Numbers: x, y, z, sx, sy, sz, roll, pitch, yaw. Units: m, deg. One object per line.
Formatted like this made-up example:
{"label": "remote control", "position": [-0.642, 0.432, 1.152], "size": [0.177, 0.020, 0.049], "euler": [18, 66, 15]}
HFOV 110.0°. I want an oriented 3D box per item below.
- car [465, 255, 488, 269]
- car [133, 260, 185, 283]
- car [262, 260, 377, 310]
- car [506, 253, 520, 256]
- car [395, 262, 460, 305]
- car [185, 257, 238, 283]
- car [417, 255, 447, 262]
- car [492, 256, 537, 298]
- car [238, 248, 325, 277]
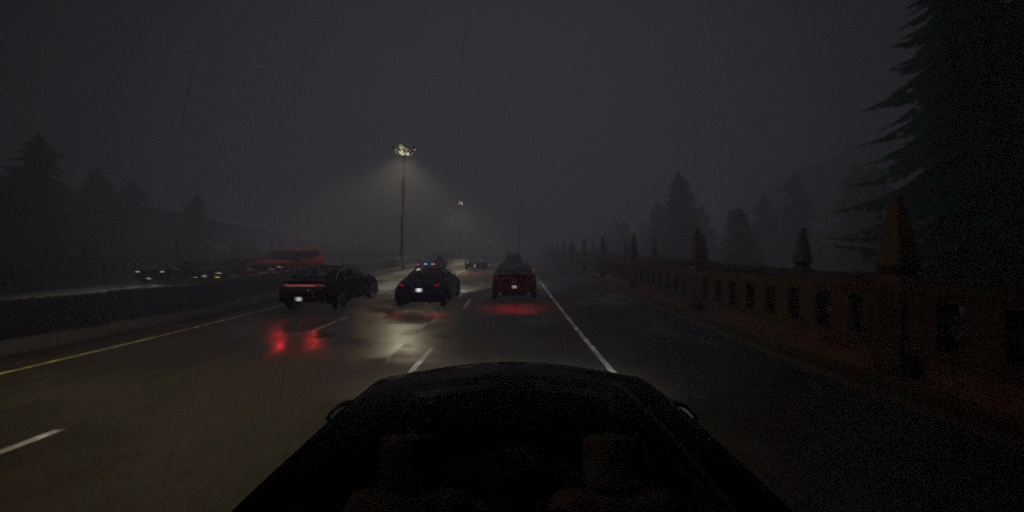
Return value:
{"label": "car", "position": [-3.397, 0.537, 34.961], "size": [1.895, 1.301, 4.718], "euler": [0, 2, 0]}
{"label": "car", "position": [-21.097, 0.925, 23.024], "size": [1.895, 1.301, 4.718], "euler": [0, 2, 0]}
{"label": "car", "position": [-6.899, 1.106, 14.015], "size": [2.128, 1.511, 4.902], "euler": [0, 2, 0]}
{"label": "car", "position": [0.103, 0.376, 36.967], "size": [1.837, 1.490, 4.892], "euler": [0, 2, 0]}
{"label": "car", "position": [-3.399, 1.145, 15.090], "size": [1.994, 1.385, 4.181], "euler": [0, 2, 0]}
{"label": "car", "position": [-17.597, 0.832, 22.925], "size": [1.837, 1.490, 4.892], "euler": [0, 2, 0]}
{"label": "car", "position": [-6.898, 0.609, 31.107], "size": [2.033, 1.411, 5.357], "euler": [0, 2, 0]}
{"label": "car", "position": [0.101, 0.999, 16.884], "size": [1.882, 1.535, 5.008], "euler": [0, 2, 0]}
{"label": "car", "position": [-14.097, 0.550, 22.844], "size": [2.150, 2.045, 5.566], "euler": [0, 2, 0]}
